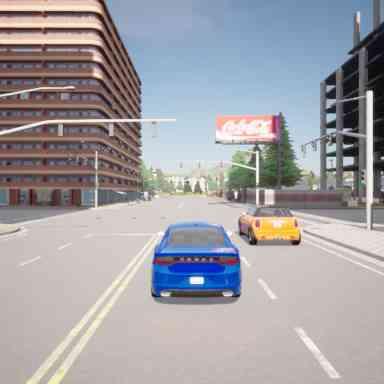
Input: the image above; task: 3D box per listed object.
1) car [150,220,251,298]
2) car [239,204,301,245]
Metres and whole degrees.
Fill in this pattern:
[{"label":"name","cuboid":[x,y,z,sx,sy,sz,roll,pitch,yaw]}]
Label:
[{"label":"car","cuboid":[0.085,1.478,8.598,1.882,1.535,5.008,0,0,0]},{"label":"car","cuboid":[3.472,1.352,15.687,2.097,1.767,4.553,0,0,0]}]
